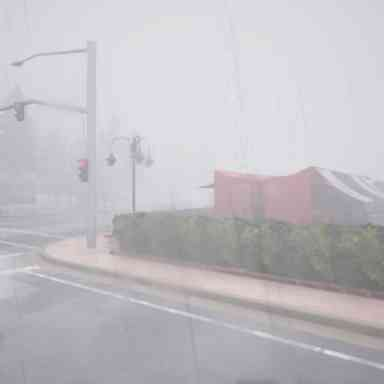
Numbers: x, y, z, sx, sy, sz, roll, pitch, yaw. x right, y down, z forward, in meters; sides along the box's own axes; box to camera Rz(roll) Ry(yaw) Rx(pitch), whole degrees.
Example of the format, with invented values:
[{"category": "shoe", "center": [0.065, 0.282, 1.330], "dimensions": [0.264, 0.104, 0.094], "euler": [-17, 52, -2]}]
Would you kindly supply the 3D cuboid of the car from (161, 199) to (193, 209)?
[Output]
[{"category": "car", "center": [-1.936, 1.612, 43.758], "dimensions": [1.895, 1.301, 4.718], "euler": [0, 0, 36]}]
